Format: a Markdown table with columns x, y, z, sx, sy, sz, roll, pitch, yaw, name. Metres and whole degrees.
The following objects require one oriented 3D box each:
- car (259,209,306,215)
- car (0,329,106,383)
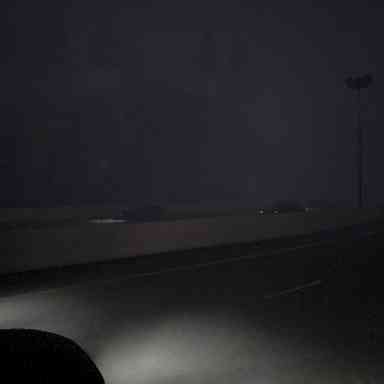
| x | y | z | sx | sy | sz | roll | pitch | yaw | name |
| --- | --- | --- | --- | --- | --- | --- | --- | --- | --- |
| 7.815 | 1.719 | 28.510 | 4.718 | 1.301 | 1.895 | 0 | -1 | -43 | car |
| -2.874 | 1.551 | 1.711 | 4.892 | 1.490 | 1.837 | 0 | 0 | -35 | car |
